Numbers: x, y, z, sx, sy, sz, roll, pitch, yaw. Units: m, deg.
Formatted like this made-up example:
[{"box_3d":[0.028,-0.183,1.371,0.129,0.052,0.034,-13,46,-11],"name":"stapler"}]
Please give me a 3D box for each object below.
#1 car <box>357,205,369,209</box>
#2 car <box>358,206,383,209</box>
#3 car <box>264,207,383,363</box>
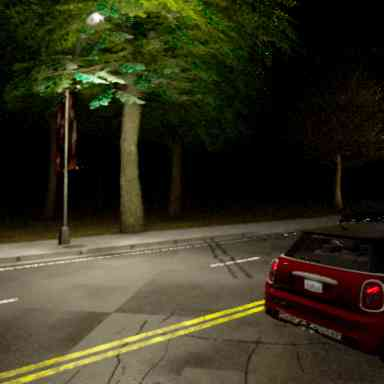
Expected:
[{"box_3d":[10.244,1.473,18.979,4.181,1.385,1.994,0,0,-36],"name":"car"},{"box_3d":[9.386,1.451,14.375,4.674,1.442,1.812,0,0,-36],"name":"car"},{"box_3d":[3.424,1.324,5.882,4.553,1.767,2.097,0,0,-35],"name":"car"}]
